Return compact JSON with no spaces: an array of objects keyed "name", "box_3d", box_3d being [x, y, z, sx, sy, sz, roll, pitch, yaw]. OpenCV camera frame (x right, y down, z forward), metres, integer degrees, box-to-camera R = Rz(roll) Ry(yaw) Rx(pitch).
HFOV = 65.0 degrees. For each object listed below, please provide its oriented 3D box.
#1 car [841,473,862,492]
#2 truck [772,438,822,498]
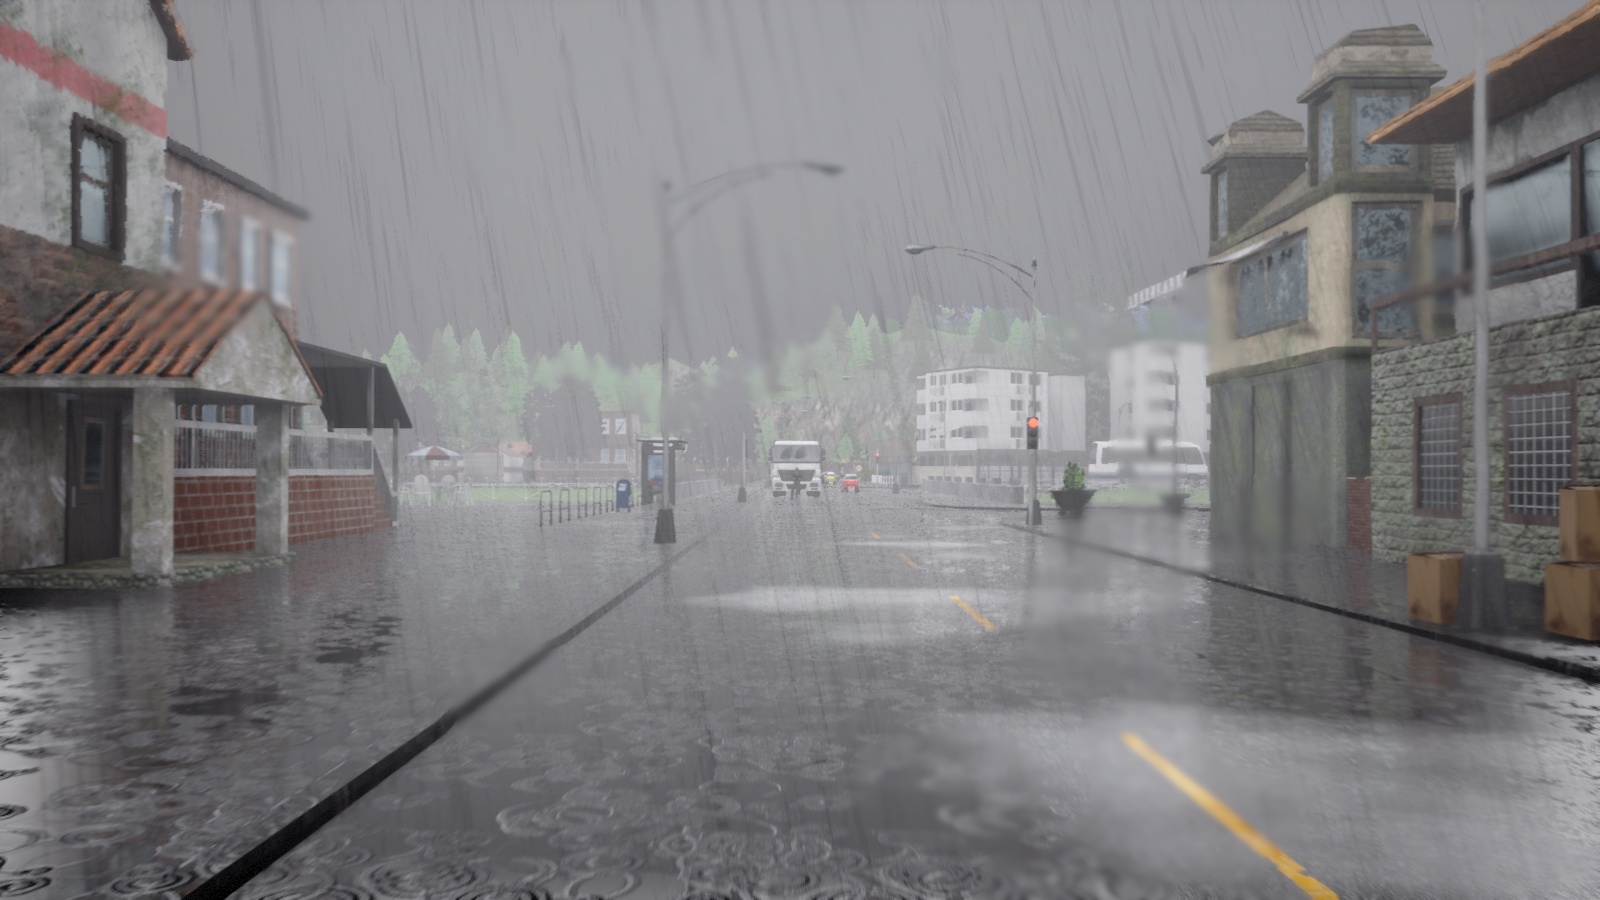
[{"name":"car","box_3d":[3.768,2.404,92.517,1.481,1.376,2.207,0,-1,0]},{"name":"truck","box_3d":[-0.195,1.126,77.227,2.891,3.462,7.936,0,-1,0]}]
